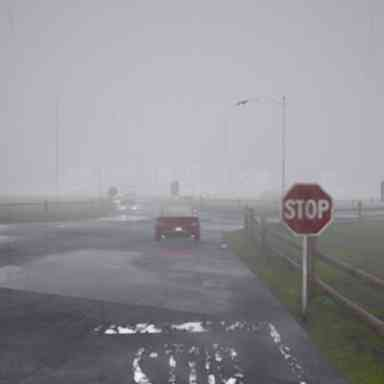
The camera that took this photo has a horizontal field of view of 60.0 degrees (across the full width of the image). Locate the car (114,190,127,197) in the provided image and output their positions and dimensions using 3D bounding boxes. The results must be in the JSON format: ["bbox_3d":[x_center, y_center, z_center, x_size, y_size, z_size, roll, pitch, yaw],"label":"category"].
[{"bbox_3d":[-16.915,0.266,78.646,2.128,1.511,4.902,0,1,-24],"label":"car"}]

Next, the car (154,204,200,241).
[{"bbox_3d":[-0.741,1.298,15.706,1.882,1.535,5.008,0,1,-4],"label":"car"}]

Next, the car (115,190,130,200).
[{"bbox_3d":[-12.867,0.684,60.216,1.882,1.535,5.008,0,1,-18],"label":"car"}]

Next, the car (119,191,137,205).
[{"bbox_3d":[-8.656,0.935,45.390,1.837,1.490,4.892,0,1,-14],"label":"car"}]
